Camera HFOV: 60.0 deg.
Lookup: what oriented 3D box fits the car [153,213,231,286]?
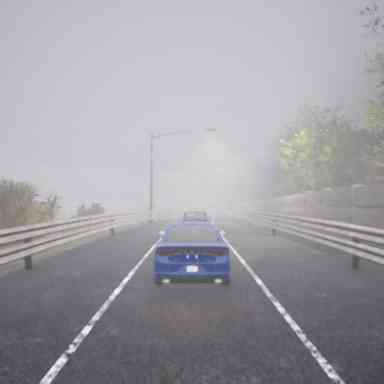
[{"bbox_3d":[0.008,1.593,9.781,1.882,1.535,5.008,0,-1,0],"label":"car"}]

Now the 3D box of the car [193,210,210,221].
[{"bbox_3d":[1.395,3.255,46.906,2.128,1.511,4.902,0,-3,4],"label":"car"}]

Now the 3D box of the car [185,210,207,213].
[{"bbox_3d":[0.201,1.904,19.660,2.128,1.511,4.902,0,-2,1],"label":"car"}]
